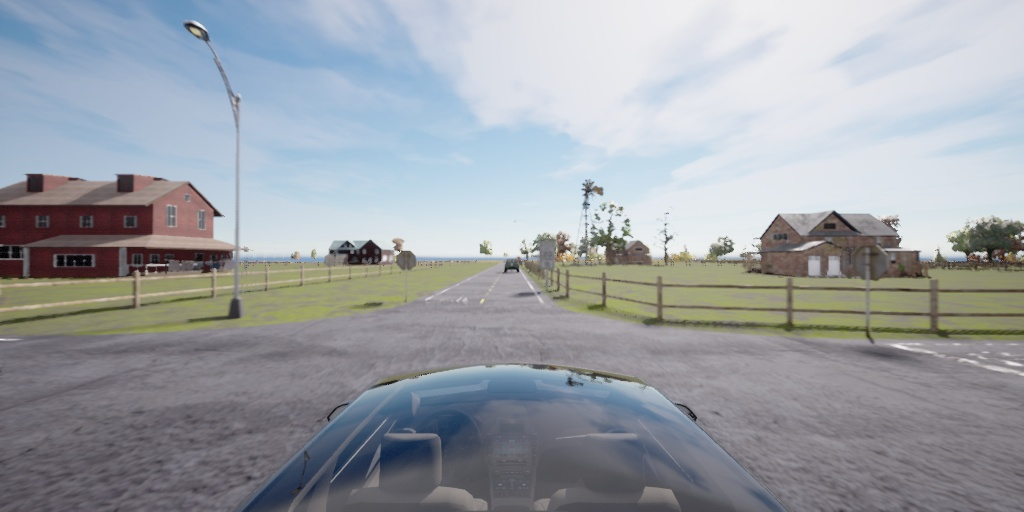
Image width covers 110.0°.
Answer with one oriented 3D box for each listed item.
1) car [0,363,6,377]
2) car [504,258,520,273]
[{"bbox_3d":[-9.964,1.291,4.381,5.357,1.411,2.033,0,0,0],"label":"car"},{"bbox_3d":[-0.018,1.314,51.353,2.150,2.045,5.566,0,0,0],"label":"car"}]
